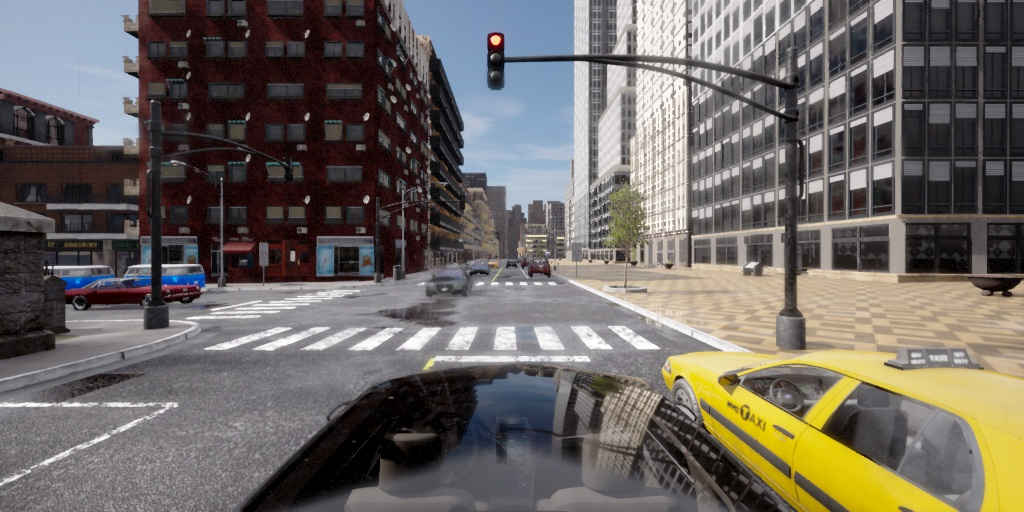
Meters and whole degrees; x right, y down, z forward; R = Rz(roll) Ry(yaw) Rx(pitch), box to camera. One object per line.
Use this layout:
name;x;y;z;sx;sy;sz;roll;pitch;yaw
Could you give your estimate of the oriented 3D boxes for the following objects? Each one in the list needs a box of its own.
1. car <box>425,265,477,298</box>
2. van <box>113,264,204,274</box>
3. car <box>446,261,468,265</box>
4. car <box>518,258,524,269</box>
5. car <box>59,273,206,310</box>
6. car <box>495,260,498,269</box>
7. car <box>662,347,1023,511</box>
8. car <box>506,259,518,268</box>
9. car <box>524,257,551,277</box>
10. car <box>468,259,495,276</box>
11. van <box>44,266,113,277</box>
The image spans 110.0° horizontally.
car;-3.142;1.350;18.677;1.994;1.385;4.181;0;0;0
van;-20.810;1.391;21.502;3.998;1.789;1.690;0;0;-1
car;-5.764;1.310;34.777;2.007;1.370;4.403;0;0;0
car;2.566;1.099;56.901;2.192;1.841;5.009;0;0;0
car;-16.578;1.603;15.758;4.718;1.301;1.895;-1;0;-1
car;-3.207;1.263;57.495;1.882;1.535;5.008;0;0;0
car;2.690;1.275;2.554;1.751;1.417;4.829;0;0;0
car;-0.035;1.298;62.037;1.837;1.490;4.892;0;0;0
car;2.616;1.074;34.796;2.192;1.841;5.009;0;0;0
car;-3.179;1.308;36.851;2.033;1.411;5.357;0;0;0
van;-26.348;1.481;21.439;3.998;1.789;1.690;0;0;-1
